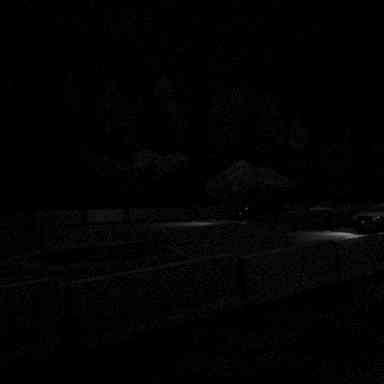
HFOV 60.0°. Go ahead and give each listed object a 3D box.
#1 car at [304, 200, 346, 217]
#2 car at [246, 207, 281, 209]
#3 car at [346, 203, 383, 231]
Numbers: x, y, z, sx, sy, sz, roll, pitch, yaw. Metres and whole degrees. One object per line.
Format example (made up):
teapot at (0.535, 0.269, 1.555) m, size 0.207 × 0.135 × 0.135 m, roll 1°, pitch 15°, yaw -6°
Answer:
car at (9.973, 1.319, 23.883) m, size 4.674 × 1.442 × 1.812 m, roll 1°, pitch 0°, yaw -36°
car at (5.887, 1.492, 29.566) m, size 4.718 × 1.301 × 1.895 m, roll 1°, pitch 0°, yaw -36°
car at (12.013, 1.509, 21.039) m, size 4.674 × 1.442 × 1.812 m, roll 1°, pitch 0°, yaw -36°
